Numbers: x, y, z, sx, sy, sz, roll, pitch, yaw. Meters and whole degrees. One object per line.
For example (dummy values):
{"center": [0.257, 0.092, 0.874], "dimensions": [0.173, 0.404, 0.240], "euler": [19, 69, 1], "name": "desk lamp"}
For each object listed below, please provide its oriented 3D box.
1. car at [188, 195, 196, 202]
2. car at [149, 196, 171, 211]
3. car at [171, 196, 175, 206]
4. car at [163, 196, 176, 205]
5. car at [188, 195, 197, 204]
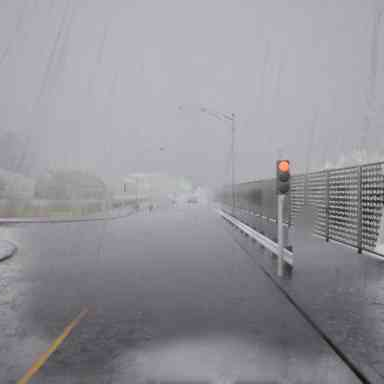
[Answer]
{"center": [-0.031, 1.478, 77.771], "dimensions": [1.882, 1.535, 5.008], "euler": [0, 0, 0], "name": "car"}
{"center": [-4.113, 1.491, 40.632], "dimensions": [2.128, 1.511, 4.902], "euler": [0, 0, 0], "name": "car"}
{"center": [-4.113, 1.564, 50.570], "dimensions": [1.994, 1.385, 4.181], "euler": [0, 0, 0], "name": "car"}
{"center": [-4.090, 1.478, 61.023], "dimensions": [1.882, 1.535, 5.008], "euler": [0, 0, 0], "name": "car"}
{"center": [0.078, 1.491, 65.231], "dimensions": [2.128, 1.511, 4.902], "euler": [0, 0, 0], "name": "car"}
